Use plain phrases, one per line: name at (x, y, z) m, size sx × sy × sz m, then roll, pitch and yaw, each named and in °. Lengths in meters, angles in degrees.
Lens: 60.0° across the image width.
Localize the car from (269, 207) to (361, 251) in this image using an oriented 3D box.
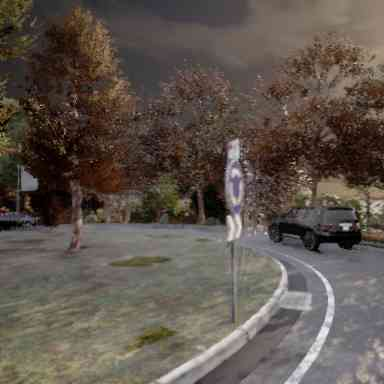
car at (6.058, 1.760, 17.113) m, size 2.150 × 2.045 × 5.566 m, roll 1°, pitch -2°, yaw -14°

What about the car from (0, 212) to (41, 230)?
car at (-15.398, 2.438, 28.127) m, size 4.902 × 1.511 × 2.128 m, roll 0°, pitch -2°, yaw -16°
